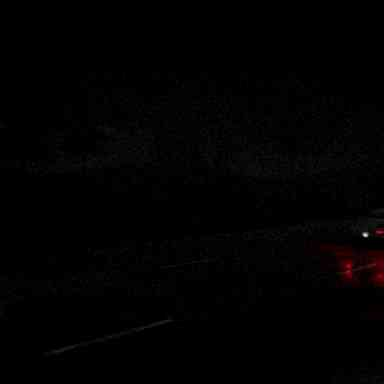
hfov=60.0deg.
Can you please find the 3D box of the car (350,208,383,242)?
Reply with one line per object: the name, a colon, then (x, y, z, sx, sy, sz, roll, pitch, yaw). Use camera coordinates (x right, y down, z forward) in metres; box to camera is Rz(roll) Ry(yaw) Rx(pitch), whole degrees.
car: (8.557, 1.387, 14.154, 4.674, 1.442, 1.812, -1, 0, -36)
